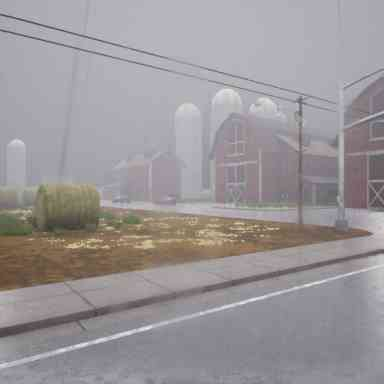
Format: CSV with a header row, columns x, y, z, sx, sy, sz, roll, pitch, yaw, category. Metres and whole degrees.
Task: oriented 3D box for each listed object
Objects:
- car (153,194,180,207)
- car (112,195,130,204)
x,y,z,sx,sy,sz,roll,pitch,yaw,category
-4.219,1.436,51.157,1.812,1.442,4.674,-1,1,-37,car
-13.738,1.325,64.023,2.097,1.767,4.553,0,0,-37,car
